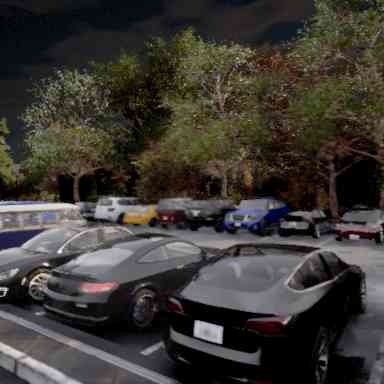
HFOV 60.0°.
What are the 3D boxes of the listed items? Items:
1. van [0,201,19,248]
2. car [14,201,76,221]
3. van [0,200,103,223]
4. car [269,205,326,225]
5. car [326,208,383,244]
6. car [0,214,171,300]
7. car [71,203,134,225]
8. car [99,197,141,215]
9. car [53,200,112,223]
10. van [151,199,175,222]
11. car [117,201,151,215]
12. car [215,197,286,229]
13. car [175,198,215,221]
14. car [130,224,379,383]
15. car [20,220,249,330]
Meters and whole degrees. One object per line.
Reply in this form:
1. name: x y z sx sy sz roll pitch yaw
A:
1. van: -9.856 1.442 13.721 1.878 1.987 4.442 -1 0 35
2. car: -14.207 1.772 32.484 1.946 1.575 5.366 -1 0 35
3. van: -5.287 1.400 10.475 1.878 1.987 4.442 -1 0 35
4. car: 6.284 1.607 18.192 2.163 1.488 4.792 -1 0 35
5. car: 8.519 1.578 16.533 2.163 1.488 4.792 -1 0 35
6. car: -3.060 1.599 8.758 2.231 1.521 4.892 -1 0 35
7. car: -7.327 1.743 27.789 2.163 1.488 4.792 -1 0 35
8. car: -5.033 1.441 26.230 2.435 2.045 5.566 -1 0 35
9. car: -9.558 1.608 29.447 2.185 1.767 4.553 -1 0 35
10. van: -0.457 1.425 23.088 1.878 1.987 4.442 -1 0 35
11. car: -2.677 1.669 24.750 1.946 1.575 5.366 -1 0 35
12. car: 3.986 1.353 19.754 2.435 2.045 5.566 -1 0 35
13. car: 1.756 1.379 21.408 2.435 2.045 5.566 -1 0 35
14. car: 1.528 1.568 5.528 2.163 1.488 4.792 -1 -1 35
15. car: -0.780 1.610 7.128 2.002 1.452 4.674 -1 0 35
